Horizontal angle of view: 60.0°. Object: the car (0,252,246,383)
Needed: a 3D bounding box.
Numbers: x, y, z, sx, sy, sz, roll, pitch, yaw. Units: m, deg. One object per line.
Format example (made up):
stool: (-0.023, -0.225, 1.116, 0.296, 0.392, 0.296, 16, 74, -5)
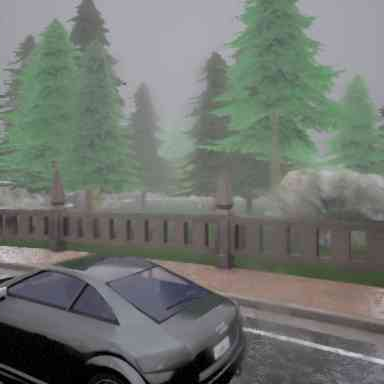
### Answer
car: (-1.431, 1.538, 4.371, 4.181, 1.385, 1.994, 0, 0, 30)
